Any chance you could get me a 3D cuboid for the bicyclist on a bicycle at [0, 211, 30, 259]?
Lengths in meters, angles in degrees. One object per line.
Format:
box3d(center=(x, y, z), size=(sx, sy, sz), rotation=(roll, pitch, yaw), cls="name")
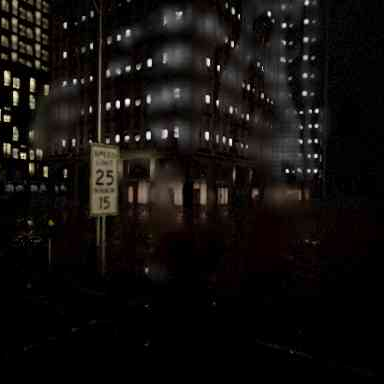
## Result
box3d(center=(-5.016, 1.084, 8.539), size=(0.582, 1.620, 1.656), rotation=(2, 9, 34), cls="bicyclist on a bicycle")
